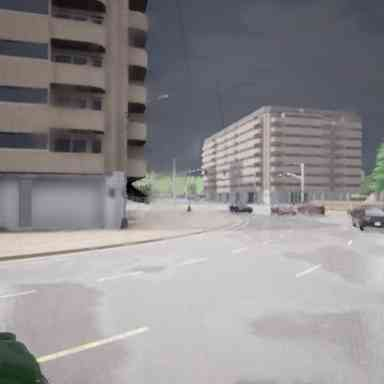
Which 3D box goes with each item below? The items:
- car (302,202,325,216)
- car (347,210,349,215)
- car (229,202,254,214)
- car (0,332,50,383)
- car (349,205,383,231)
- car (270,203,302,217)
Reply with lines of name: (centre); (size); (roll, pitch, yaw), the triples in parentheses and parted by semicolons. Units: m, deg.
car: (13.736, 1.971, 39.036); (1.882, 1.535, 5.008); (0, -1, -6)
car: (17.618, 2.000, 33.490); (2.033, 1.411, 5.357); (0, -1, 2)
car: (6.169, 2.038, 42.403); (2.033, 1.411, 5.357); (0, -1, -10)
car: (-3.118, 1.602, 1.507); (4.718, 1.301, 1.895); (1, -1, -35)
car: (12.205, 1.835, 22.742); (1.812, 1.442, 4.674); (0, -1, 18)
car: (10.291, 1.986, 37.628); (1.812, 1.442, 4.674); (1, -1, -5)
